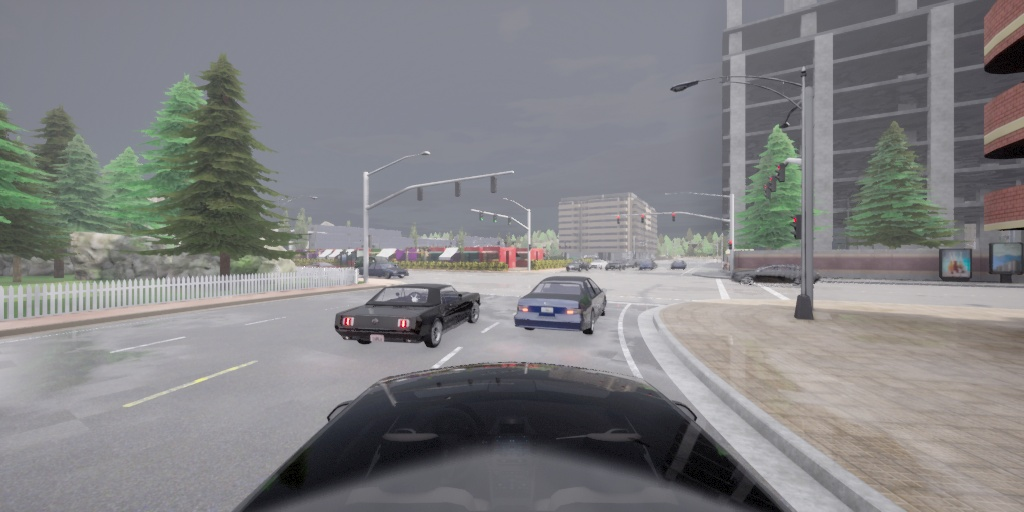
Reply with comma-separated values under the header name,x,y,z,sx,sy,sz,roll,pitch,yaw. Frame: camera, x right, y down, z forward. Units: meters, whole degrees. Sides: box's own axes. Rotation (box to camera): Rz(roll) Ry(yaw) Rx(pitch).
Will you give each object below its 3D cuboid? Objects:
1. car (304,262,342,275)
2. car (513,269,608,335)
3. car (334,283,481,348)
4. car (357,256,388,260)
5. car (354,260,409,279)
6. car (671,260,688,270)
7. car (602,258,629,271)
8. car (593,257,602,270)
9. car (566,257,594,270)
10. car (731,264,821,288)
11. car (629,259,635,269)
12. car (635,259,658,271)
name,x,y,z,sx,sy,sz,roll,pitch,yaw
car,-20.056,1.331,37.922,4.674,1.442,1.812,0,0,30
car,1.679,1.297,10.673,2.033,1.411,5.357,0,0,20
car,-2.256,1.351,9.317,1.895,1.301,4.718,0,0,11
car,-14.661,1.027,38.837,5.566,2.045,2.150,0,0,30
car,-12.023,1.353,33.242,5.357,1.411,2.033,0,0,31
car,25.264,1.314,54.107,1.994,1.385,4.181,0,0,30
car,14.274,1.314,49.342,1.994,1.385,4.181,0,0,30
car,13.103,1.276,54.366,1.812,1.442,4.674,0,0,30
car,8.528,1.241,46.358,2.128,1.511,4.902,0,0,30
car,17.721,1.297,24.312,4.902,1.511,2.128,0,0,30
car,18.919,1.242,57.457,2.128,1.511,4.902,0,0,30
car,19.398,1.297,50.892,2.033,1.411,5.357,0,0,30
